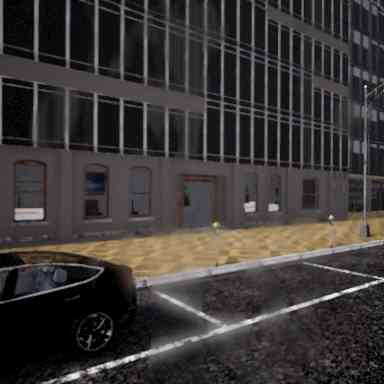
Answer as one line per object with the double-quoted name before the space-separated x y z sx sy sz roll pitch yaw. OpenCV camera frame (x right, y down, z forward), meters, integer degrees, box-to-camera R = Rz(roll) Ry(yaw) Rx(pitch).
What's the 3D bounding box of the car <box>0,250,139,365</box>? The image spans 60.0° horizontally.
"car" -2.836 1.567 4.535 4.313 1.339 1.947 0 0 -36
